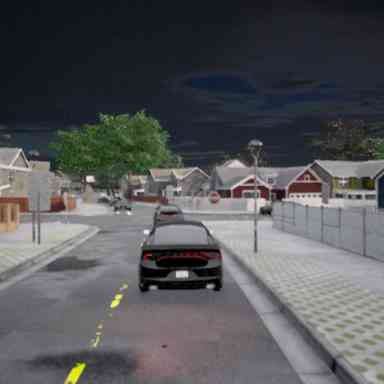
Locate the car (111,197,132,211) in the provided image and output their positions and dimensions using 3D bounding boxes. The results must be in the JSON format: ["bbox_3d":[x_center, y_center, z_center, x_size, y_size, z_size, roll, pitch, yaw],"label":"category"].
[{"bbox_3d":[-8.736,1.671,41.764,1.994,1.385,4.181,0,0,-15],"label":"car"}]

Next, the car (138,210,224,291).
[{"bbox_3d":[-0.351,1.492,9.131,1.882,1.535,5.008,0,0,-4],"label":"car"}]

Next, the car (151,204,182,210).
[{"bbox_3d":[-1.643,1.548,21.980,1.837,1.490,4.892,0,0,-8],"label":"car"}]

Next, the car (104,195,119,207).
[{"bbox_3d":[-12.480,1.689,53.796,2.033,1.411,5.357,0,0,-20],"label":"car"}]

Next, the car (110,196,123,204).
[{"bbox_3d":[-16.072,1.637,70.282,1.882,1.535,5.008,0,0,-23],"label":"car"}]

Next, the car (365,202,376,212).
[{"bbox_3d":[20.895,1.810,37.356,4.674,1.442,1.812,1,1,-19],"label":"car"}]

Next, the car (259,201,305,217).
[{"bbox_3d":[9.168,1.647,33.547,5.008,1.535,1.882,1,1,-17],"label":"car"}]

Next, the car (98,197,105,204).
[{"bbox_3d":[-18.203,1.726,68.271,2.033,1.411,5.357,0,0,-23],"label":"car"}]

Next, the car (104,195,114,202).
[{"bbox_3d":[-20.040,1.556,79.877,1.812,1.442,4.674,0,0,-21],"label":"car"}]
